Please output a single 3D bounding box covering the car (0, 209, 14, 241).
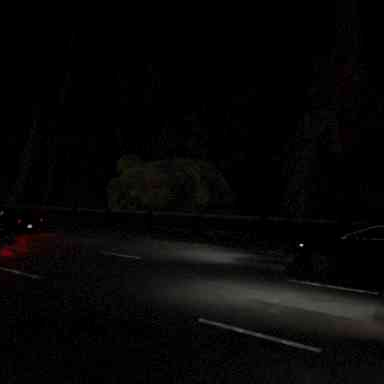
[{"bbox_3d":[-10.736,1.627,15.931,4.674,1.442,1.812,0,0,35],"label":"car"}]

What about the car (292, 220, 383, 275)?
[{"bbox_3d":[5.226,1.498,8.863,4.902,1.511,2.128,-1,0,35],"label":"car"}]

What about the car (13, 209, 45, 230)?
[{"bbox_3d":[-11.212,1.710,20.587,4.718,1.301,1.895,0,0,35],"label":"car"}]
